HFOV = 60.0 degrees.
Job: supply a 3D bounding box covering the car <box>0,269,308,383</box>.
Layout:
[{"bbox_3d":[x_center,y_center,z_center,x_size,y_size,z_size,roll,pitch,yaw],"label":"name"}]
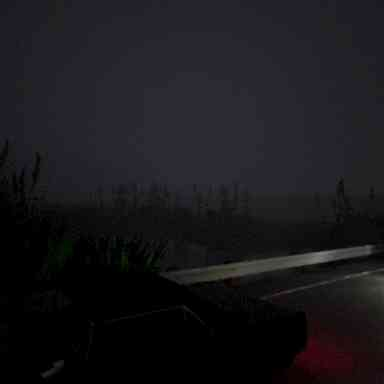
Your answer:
[{"bbox_3d":[-1.056,1.599,3.243,4.718,1.301,1.895,0,0,-35],"label":"car"}]
